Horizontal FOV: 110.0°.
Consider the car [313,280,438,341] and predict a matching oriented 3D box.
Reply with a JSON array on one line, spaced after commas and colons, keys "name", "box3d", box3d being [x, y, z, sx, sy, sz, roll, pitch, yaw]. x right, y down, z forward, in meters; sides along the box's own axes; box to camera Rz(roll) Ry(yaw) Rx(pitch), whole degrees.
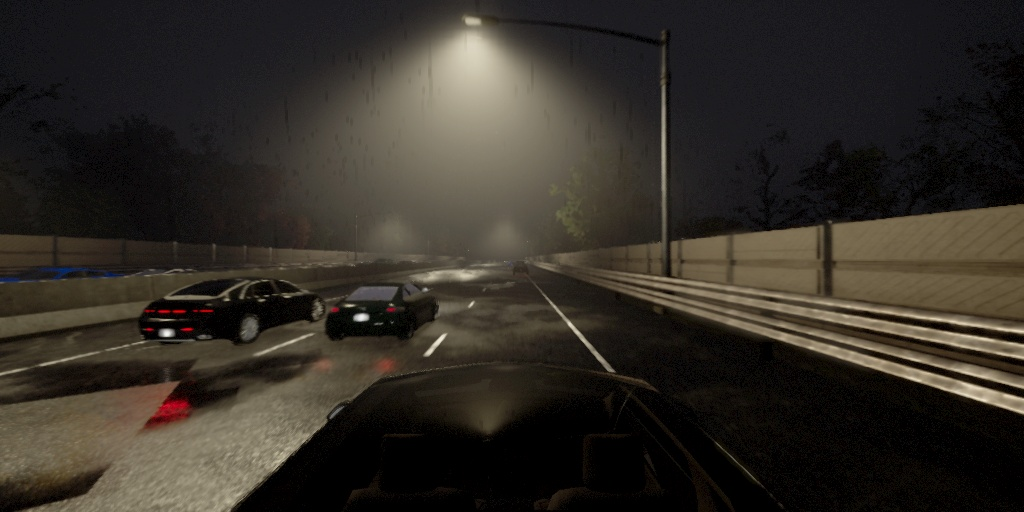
[{"name": "car", "box3d": [-3.400, 1.370, 10.108, 1.994, 1.385, 4.181, 0, 0, 0]}]

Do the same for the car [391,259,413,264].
[{"name": "car", "box3d": [-17.526, 1.493, 58.698, 2.097, 1.767, 4.553, 0, 0, 1]}]

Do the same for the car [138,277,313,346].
[{"name": "car", "box3d": [-6.900, 1.308, 9.592, 1.837, 1.490, 4.892, 0, 0, 0]}]

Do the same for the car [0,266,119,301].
[{"name": "car", "box3d": [-24.589, 1.344, 19.036, 1.882, 1.535, 5.008, 0, 0, 0]}]

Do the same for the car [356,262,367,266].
[{"name": "car", "box3d": [-24.514, 1.701, 60.019, 1.994, 1.385, 4.181, 0, 0, 1]}]

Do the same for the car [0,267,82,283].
[{"name": "car", "box3d": [-21.094, 1.329, 16.797, 1.882, 1.535, 5.008, 0, 0, 0]}]

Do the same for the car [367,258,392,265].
[{"name": "car", "box3d": [-21.018, 1.369, 58.593, 2.150, 2.045, 5.566, 0, 0, 1]}]

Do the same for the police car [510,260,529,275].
[{"name": "police car", "box3d": [1.051, 1.466, 44.174, 1.930, 1.638, 5.238, 0, 0, 0]}]

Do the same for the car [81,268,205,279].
[{"name": "car", "box3d": [-17.593, 1.351, 18.073, 2.128, 1.511, 4.902, 0, 0, 0]}]
